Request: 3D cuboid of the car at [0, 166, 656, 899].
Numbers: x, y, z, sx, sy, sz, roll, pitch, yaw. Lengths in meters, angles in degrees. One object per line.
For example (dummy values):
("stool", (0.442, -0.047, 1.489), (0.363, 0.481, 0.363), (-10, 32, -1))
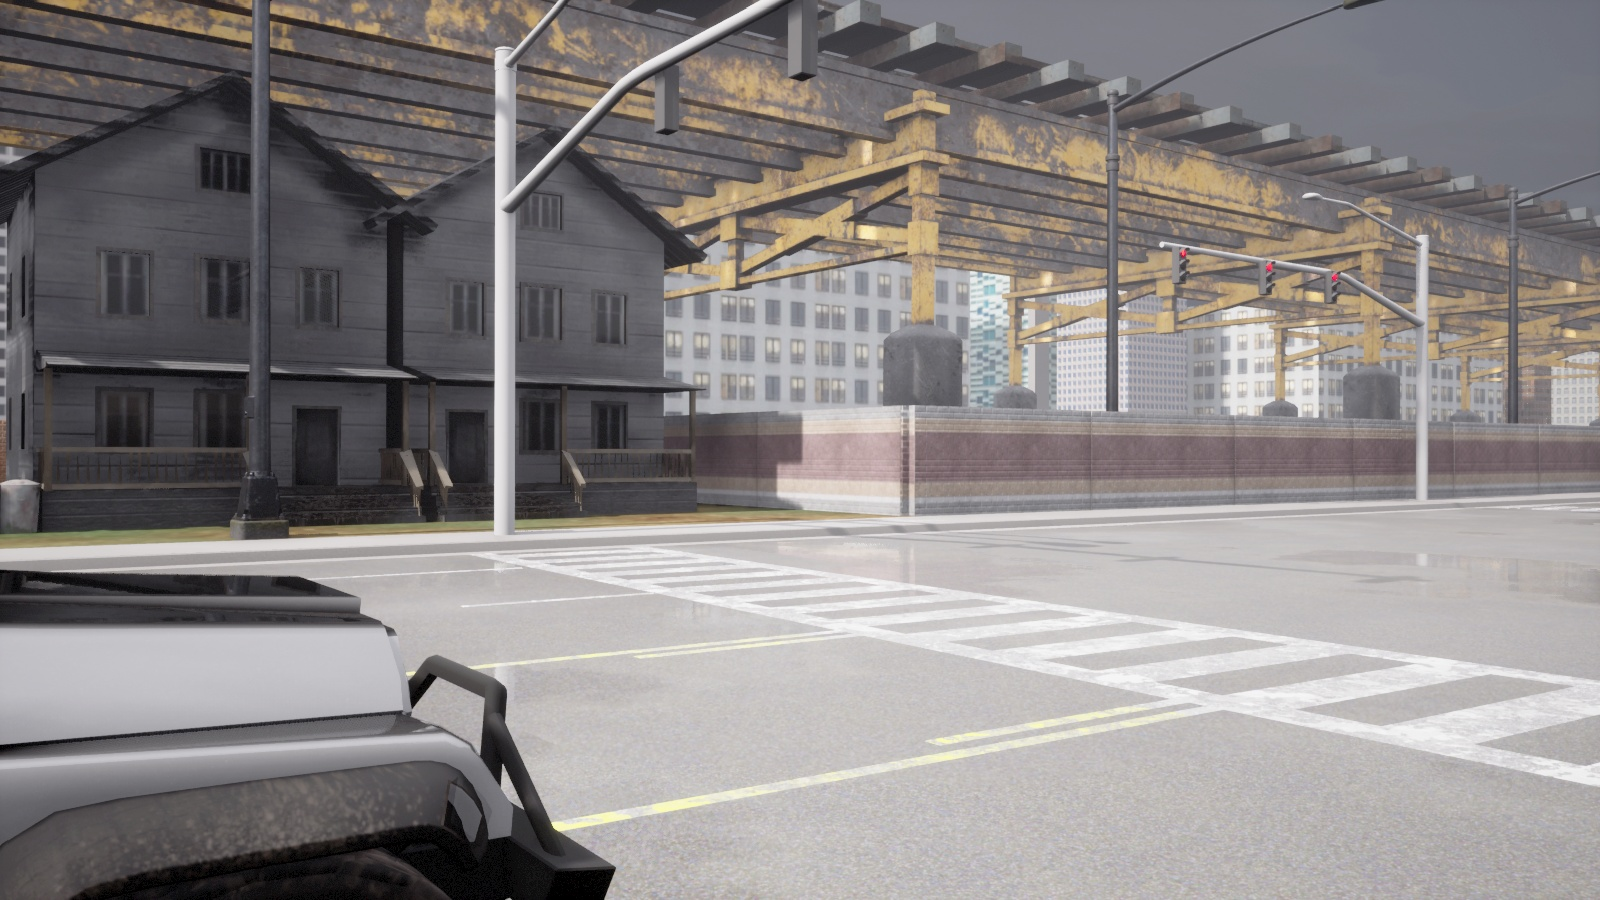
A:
("car", (-2.398, 0.551, 1.999), (3.866, 1.878, 1.905), (0, 0, -34))
